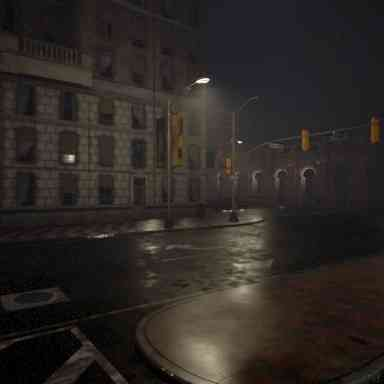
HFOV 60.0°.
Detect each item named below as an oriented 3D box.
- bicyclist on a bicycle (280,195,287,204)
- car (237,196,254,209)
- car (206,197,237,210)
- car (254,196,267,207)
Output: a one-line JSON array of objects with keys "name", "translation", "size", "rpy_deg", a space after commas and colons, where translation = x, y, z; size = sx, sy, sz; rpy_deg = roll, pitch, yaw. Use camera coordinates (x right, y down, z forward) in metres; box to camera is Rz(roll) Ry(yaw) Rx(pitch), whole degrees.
[{"name": "bicyclist on a bicycle", "translation": [15.552, 1.300, 56.504], "size": [1.656, 1.620, 0.582], "rpy_deg": [0, 0, -36]}, {"name": "car", "translation": [5.729, 1.505, 45.396], "size": [1.837, 1.490, 4.892], "rpy_deg": [0, 0, -36]}, {"name": "car", "translation": [2.929, 1.547, 43.285], "size": [2.033, 1.411, 5.357], "rpy_deg": [0, 0, -36]}, {"name": "car", "translation": [9.546, 1.352, 52.402], "size": [2.097, 1.767, 4.553], "rpy_deg": [0, 0, -36]}]
